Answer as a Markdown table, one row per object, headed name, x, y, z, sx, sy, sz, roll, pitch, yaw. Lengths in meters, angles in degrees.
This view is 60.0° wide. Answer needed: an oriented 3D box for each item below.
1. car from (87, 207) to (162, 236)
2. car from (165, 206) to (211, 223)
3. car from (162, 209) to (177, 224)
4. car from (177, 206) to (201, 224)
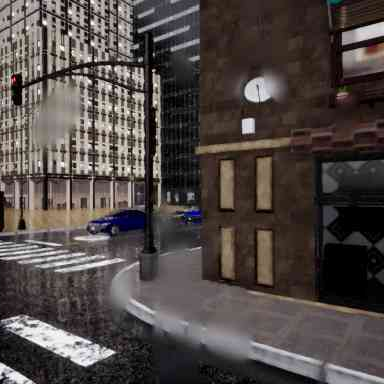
| name | x | y | z | sx | sy | sz | roll | pitch | yaw |
| --- | --- | --- | --- | --- | --- | --- | --- | --- | --- |
| car | -4.172 | 1.773 | 20.248 | 1.812 | 1.442 | 4.674 | -1 | -1 | 33 |
| car | -0.324 | 1.975 | 30.481 | 2.008 | 1.369 | 4.403 | -2 | -2 | 35 |
| car | -3.526 | 1.894 | 25.924 | 2.008 | 1.369 | 4.403 | -2 | -2 | 35 |
| car | 1.247 | 1.863 | 27.965 | 1.882 | 1.535 | 5.008 | -1 | -1 | 35 |
